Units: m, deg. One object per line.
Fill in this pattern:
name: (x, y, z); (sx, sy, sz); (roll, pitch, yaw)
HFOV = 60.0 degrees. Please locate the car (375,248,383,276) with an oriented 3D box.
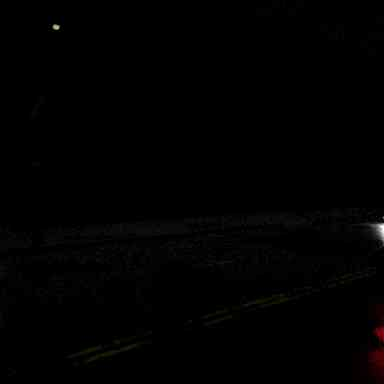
car: (6.493, 1.482, 8.040); (4.718, 1.301, 1.895); (-1, 0, -35)

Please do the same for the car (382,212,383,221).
car: (14.289, 1.297, 21.784); (4.181, 1.385, 1.994); (-1, 0, -35)
